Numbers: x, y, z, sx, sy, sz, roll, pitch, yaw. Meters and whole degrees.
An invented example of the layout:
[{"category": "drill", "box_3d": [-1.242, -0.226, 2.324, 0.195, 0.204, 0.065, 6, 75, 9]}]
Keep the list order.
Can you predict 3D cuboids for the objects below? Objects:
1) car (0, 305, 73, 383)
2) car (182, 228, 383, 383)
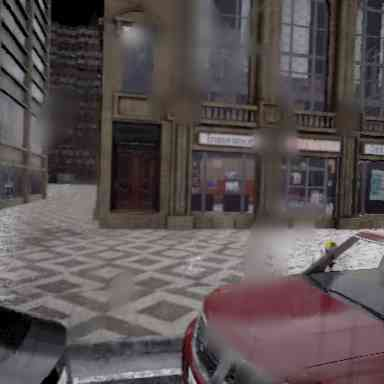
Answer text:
[{"category": "car", "box_3d": [-3.004, 1.415, 2.047, 4.313, 1.339, 1.947, 1, 2, -12]}, {"category": "car", "box_3d": [2.473, 1.292, 3.242, 5.009, 1.841, 2.192, 1, 2, -12]}]
